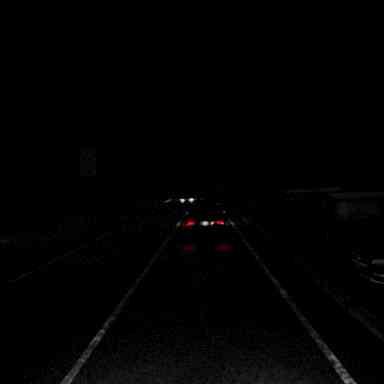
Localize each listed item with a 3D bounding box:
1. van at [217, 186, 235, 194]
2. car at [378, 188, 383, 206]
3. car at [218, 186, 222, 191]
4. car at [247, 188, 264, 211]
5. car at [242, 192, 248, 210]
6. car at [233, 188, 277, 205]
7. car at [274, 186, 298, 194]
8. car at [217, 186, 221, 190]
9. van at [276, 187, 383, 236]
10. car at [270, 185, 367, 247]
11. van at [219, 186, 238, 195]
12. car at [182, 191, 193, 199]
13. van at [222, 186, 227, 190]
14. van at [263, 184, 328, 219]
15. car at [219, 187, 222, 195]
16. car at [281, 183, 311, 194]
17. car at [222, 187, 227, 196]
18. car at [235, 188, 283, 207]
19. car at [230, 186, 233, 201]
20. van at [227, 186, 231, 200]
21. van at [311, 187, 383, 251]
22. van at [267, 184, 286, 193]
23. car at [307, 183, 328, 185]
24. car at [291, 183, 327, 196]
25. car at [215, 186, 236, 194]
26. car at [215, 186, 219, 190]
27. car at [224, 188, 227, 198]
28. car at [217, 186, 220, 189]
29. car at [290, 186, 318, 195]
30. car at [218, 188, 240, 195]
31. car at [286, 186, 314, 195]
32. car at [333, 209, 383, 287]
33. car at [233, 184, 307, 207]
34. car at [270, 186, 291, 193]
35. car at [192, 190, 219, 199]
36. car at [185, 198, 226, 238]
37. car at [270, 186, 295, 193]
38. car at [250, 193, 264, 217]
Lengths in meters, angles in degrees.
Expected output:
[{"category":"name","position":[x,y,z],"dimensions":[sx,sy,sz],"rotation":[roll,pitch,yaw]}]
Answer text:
[{"category":"van","position":[8.777,-0.453,85.431],"dimensions":[4.442,1.987,1.878],"rotation":[-2,1,2]},{"category":"car","position":[19.685,0.371,29.322],"dimensions":[5.366,1.575,1.946],"rotation":[-2,1,2]},{"category":"car","position":[8.048,0.142,63.022],"dimensions":[5.008,1.535,2.097],"rotation":[-2,1,2]},{"category":"car","position":[6.608,0.773,23.810],"dimensions":[4.553,1.767,2.185],"rotation":[-2,1,2]},{"category":"car","position":[6.685,0.885,26.616],"dimensions":[4.674,1.452,2.002],"rotation":[-2,1,2]},{"category":"car","position":[7.072,0.504,37.817],"dimensions":[4.553,1.767,2.185],"rotation":[-2,1,2]},{"category":"car","position":[21.643,-0.513,76.643],"dimensions":[5.008,1.535,2.097],"rotation":[-2,1,2]},{"category":"car","position":[8.236,0.073,68.626],"dimensions":[4.792,1.488,2.163],"rotation":[-2,1,2]},{"category":"van","position":[6.375,0.833,15.403],"dimensions":[4.442,1.987,1.878],"rotation":[-2,1,2]},{"category":"car","position":[6.124,0.866,12.606],"dimensions":[5.566,2.045,2.435],"rotation":[-2,1,2]},{"category":"van","position":[8.796,-0.370,79.820],"dimensions":[4.442,1.987,1.878],"rotation":[-2,1,2]},{"category":"car","position":[-0.875,0.466,61.667],"dimensions":[1.882,1.535,5.008],"rotation":[-2,1,2]},{"category":"van","position":[7.614,0.081,54.623],"dimensions":[4.442,1.987,1.878],"rotation":[-2,1,2]},{"category":"van","position":[6.480,0.779,18.204],"dimensions":[4.442,1.987,1.878],"rotation":[-2,1,2]},{"category":"car","position":[8.134,0.186,60.217],"dimensions":[5.366,1.575,1.946],"rotation":[-2,1,2]},{"category":"car","position":[21.298,-0.626,68.294],"dimensions":[5.566,2.045,2.435],"rotation":[-2,1,2]},{"category":"car","position":[7.605,0.388,51.823],"dimensions":[4.792,1.488,2.163],"rotation":[-2,1,2]},{"category":"car","position":[6.967,0.558,35.016],"dimensions":[4.553,1.767,2.185],"rotation":[-2,1,2]},{"category":"car","position":[6.860,0.487,32.213],"dimensions":[5.566,2.045,2.435],"rotation":[-2,1,2]},{"category":"van","position":[7.194,0.298,43.420],"dimensions":[4.442,1.987,1.878],"rotation":[-2,1,2]},{"category":"van","position":[6.164,0.941,9.803],"dimensions":[4.442,1.987,1.878],"rotation":[-2,1,2]},{"category":"van","position":[22.182,-0.922,87.769],"dimensions":[4.442,1.987,1.878],"rotation":[-2,1,2]},{"category":"car","position":[20.884,-0.424,57.286],"dimensions":[5.566,2.045,2.435],"rotation":[-2,1,2]},{"category":"car","position":[20.983,-0.475,59.946],"dimensions":[5.566,2.045,2.435],"rotation":[-2,1,2]},{"category":"car","position":[9.136,-0.570,91.025],"dimensions":[5.566,2.045,2.435],"rotation":[-2,1,2]},{"category":"car","position":[8.496,-0.302,74.220],"dimensions":[5.566,2.045,2.435],"rotation":[-2,1,2]},{"category":"car","position":[7.417,0.466,46.220],"dimensions":[5.008,1.535,2.097],"rotation":[-2,1,2]},{"category":"car","position":[8.365,-0.003,71.420],"dimensions":[4.892,1.521,2.231],"rotation":[-2,1,2]},{"category":"car","position":[21.128,-0.239,62.855],"dimensions":[4.674,1.452,2.002],"rotation":[-2,1,2]},{"category":"car","position":[8.575,-0.095,77.027],"dimensions":[5.008,1.535,2.097],"rotation":[-2,1,2]},{"category":"car","position":[21.224,-0.327,65.513],"dimensions":[5.008,1.535,2.097],"rotation":[-2,1,2]},{"category":"car","position":[5.956,1.219,7.006],"dimensions":[4.892,1.521,2.231],"rotation":[-2,1,2]},{"category":"car","position":[6.755,0.541,29.412],"dimensions":[5.566,2.045,2.435],"rotation":[-2,1,2]},{"category":"car","position":[21.859,-0.563,82.210],"dimensions":[4.674,1.452,2.002],"rotation":[-2,1,2]},{"category":"car","position":[1.471,0.856,36.253],"dimensions":[2.128,1.511,4.902],"rotation":[-2,1,2]},{"category":"car","position":[0.662,1.286,16.068],"dimensions":[2.033,1.411,5.357],"rotation":[-2,1,3]},{"category":"car","position":[21.569,-0.555,79.434],"dimensions":[5.366,1.575,1.946],"rotation":[-2,1,2]},{"category":"car","position":[6.470,0.955,21.014],"dimensions":[4.892,1.521,2.231],"rotation":[-2,1,2]}]
